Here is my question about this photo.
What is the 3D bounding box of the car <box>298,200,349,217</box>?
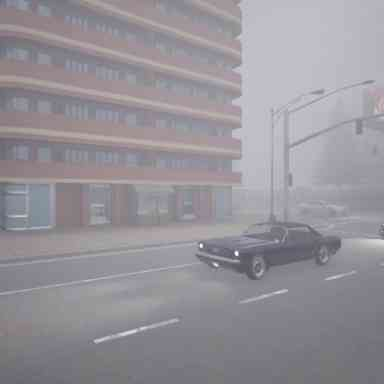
[{"bbox_3d":[12.338,1.526,31.516,1.812,1.442,4.674,0,0,-37],"label":"car"}]

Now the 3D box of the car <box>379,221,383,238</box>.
[{"bbox_3d":[10.962,1.564,16.249,4.181,1.385,1.994,0,0,-36],"label":"car"}]

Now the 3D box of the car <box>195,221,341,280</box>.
[{"bbox_3d":[2.409,1.601,10.061,4.718,1.301,1.895,0,0,-36],"label":"car"}]

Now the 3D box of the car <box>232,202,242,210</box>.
[{"bbox_3d":[4.202,1.601,42.530,1.895,1.301,4.718,0,0,-36],"label":"car"}]
